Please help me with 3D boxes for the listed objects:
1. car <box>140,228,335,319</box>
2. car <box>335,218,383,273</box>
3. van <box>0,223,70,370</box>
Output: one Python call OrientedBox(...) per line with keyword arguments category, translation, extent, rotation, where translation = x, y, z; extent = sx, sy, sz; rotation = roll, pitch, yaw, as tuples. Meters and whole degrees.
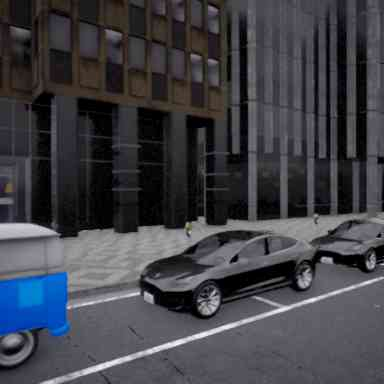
OrientedBox(category="car", translation=(0.985, 1.555, 7.351), extent=(4.313, 1.339, 1.947), rotation=(0, 0, -35))
OrientedBox(category="car", translation=(5.575, 1.541, 10.622), extent=(4.313, 1.339, 1.947), rotation=(0, 0, -35))
OrientedBox(category="van", translation=(-3.606, 1.343, 4.080), extent=(3.998, 1.788, 1.690), rotation=(0, 0, -35))
